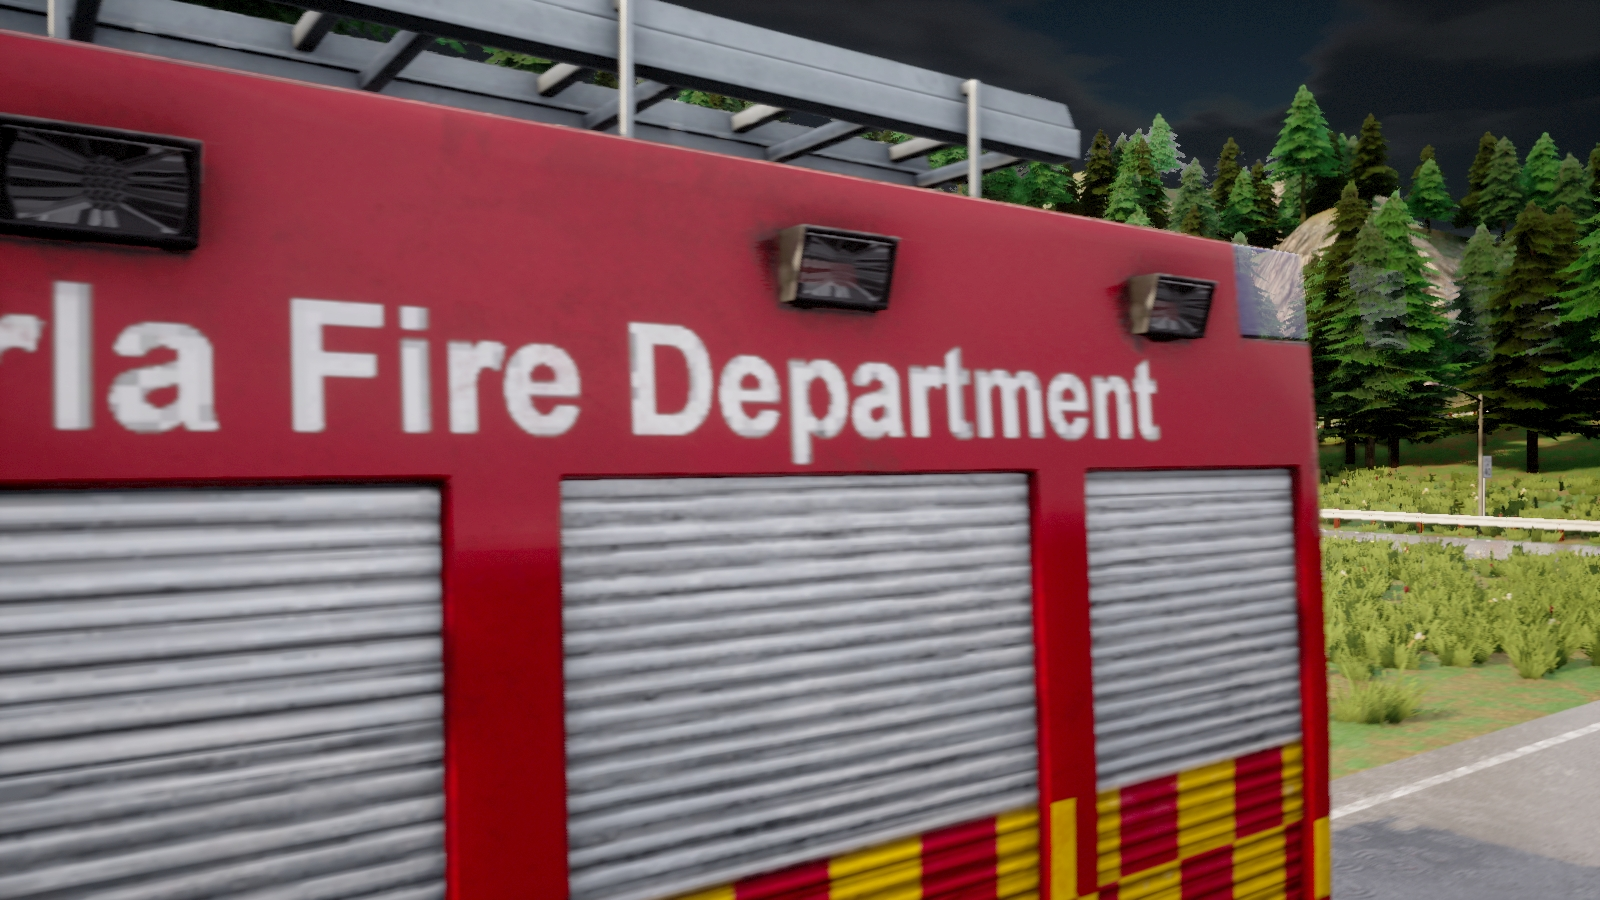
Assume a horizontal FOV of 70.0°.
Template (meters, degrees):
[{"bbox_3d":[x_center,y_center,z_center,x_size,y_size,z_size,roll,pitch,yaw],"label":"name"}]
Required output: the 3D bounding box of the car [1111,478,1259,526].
[{"bbox_3d":[14.957,1.983,44.665,2.097,1.638,5.238,0,0,-35],"label":"car"}]
